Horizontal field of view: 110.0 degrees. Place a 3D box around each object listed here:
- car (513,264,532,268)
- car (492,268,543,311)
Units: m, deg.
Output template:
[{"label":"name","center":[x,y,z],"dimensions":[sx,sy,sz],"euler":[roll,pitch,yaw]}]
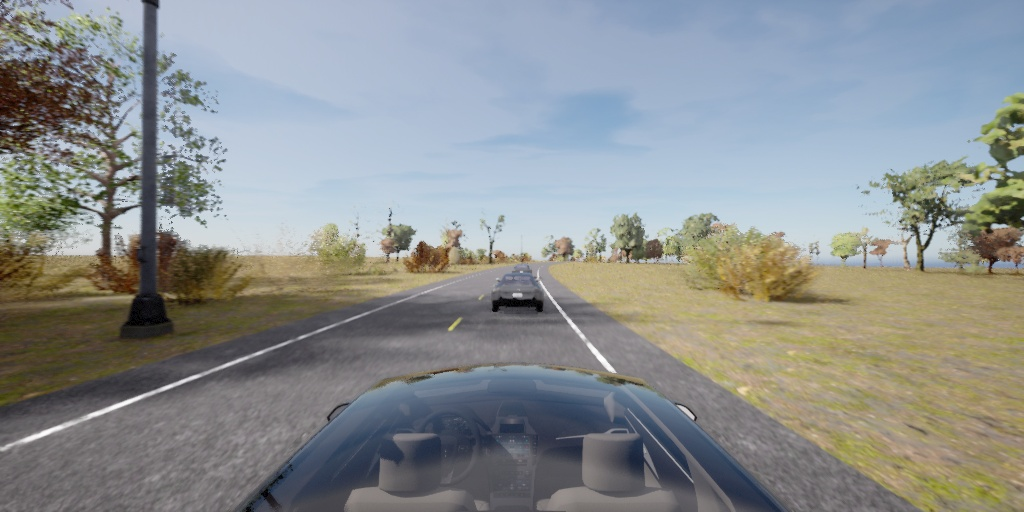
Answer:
[{"label":"car","center":[1.031,1.486,35.858],"dimensions":[1.994,1.385,4.181],"euler":[0,0,3]},{"label":"car","center":[0.245,1.381,14.944],"dimensions":[1.994,1.385,4.181],"euler":[0,0,1]}]
